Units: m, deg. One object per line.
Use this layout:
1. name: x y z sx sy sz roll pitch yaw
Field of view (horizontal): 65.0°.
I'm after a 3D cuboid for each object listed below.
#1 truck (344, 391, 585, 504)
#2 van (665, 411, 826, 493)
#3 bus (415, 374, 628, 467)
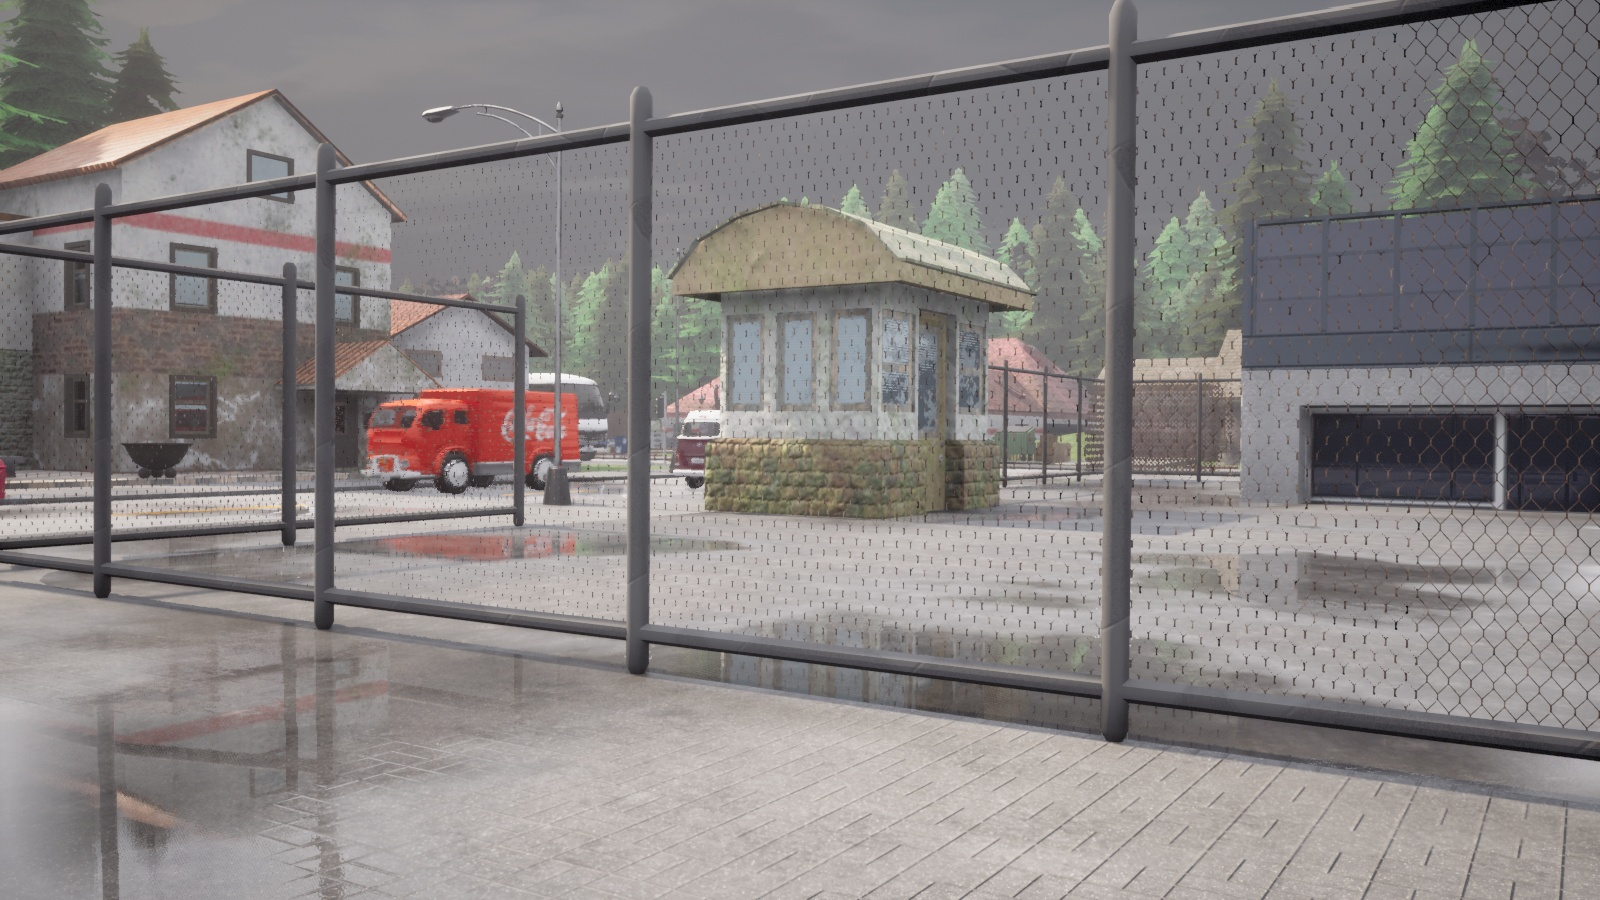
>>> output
1. truck: -7.964 -0.099 30.373 2.627 2.467 5.204 0 1 32
2. van: -1.353 0.012 33.354 2.069 2.038 4.480 0 1 32
3. bus: -13.741 -1.362 61.640 10.273 4.253 3.944 0 1 31
